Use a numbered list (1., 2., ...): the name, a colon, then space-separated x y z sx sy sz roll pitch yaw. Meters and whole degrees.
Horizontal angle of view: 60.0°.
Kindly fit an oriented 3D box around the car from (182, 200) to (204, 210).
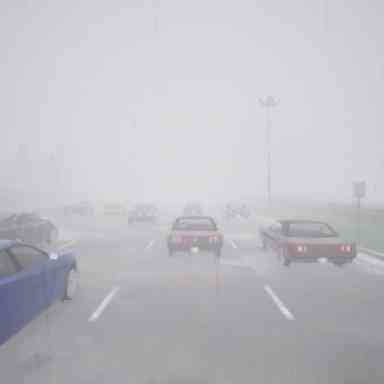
1. car: 0.083 1.484 30.698 1.812 1.442 4.674 0 0 0

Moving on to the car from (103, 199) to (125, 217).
1. car: -6.904 1.435 31.178 1.882 1.535 5.008 0 0 0

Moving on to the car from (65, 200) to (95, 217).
1. car: -10.417 1.484 30.695 1.812 1.442 4.674 0 0 0

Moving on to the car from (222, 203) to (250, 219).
1. car: 3.596 1.562 28.142 1.895 1.301 4.718 0 0 0

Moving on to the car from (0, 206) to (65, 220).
1. car: -6.902 1.487 12.888 1.837 1.490 4.892 0 0 0

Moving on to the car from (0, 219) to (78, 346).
1. car: -3.399 1.470 5.267 1.882 1.535 5.008 0 0 0

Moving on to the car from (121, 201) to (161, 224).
1. car: -3.404 1.514 24.122 2.033 1.411 5.357 0 0 0

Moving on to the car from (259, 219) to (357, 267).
1. car: 3.601 1.585 11.363 1.895 1.301 4.718 0 0 0

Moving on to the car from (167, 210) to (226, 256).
1. car: 0.098 1.583 13.061 1.895 1.301 4.718 0 0 0
